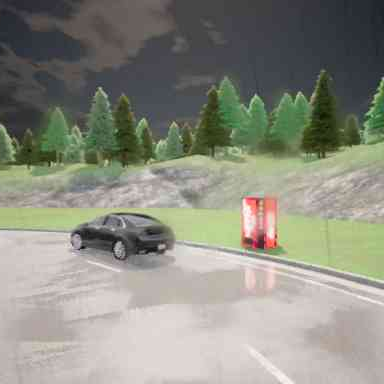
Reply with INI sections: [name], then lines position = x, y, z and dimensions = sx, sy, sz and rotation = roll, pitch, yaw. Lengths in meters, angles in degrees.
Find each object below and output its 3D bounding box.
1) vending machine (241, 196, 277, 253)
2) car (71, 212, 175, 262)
[vending machine]
position = 2.619, 1.212, 12.946
dimensions = 1.100, 2.100, 0.880
rotation = 0, 0, -40
[car]
position = -2.720, 1.523, 12.416
dimensions = 4.892, 1.490, 1.837
rotation = 0, -1, 44
